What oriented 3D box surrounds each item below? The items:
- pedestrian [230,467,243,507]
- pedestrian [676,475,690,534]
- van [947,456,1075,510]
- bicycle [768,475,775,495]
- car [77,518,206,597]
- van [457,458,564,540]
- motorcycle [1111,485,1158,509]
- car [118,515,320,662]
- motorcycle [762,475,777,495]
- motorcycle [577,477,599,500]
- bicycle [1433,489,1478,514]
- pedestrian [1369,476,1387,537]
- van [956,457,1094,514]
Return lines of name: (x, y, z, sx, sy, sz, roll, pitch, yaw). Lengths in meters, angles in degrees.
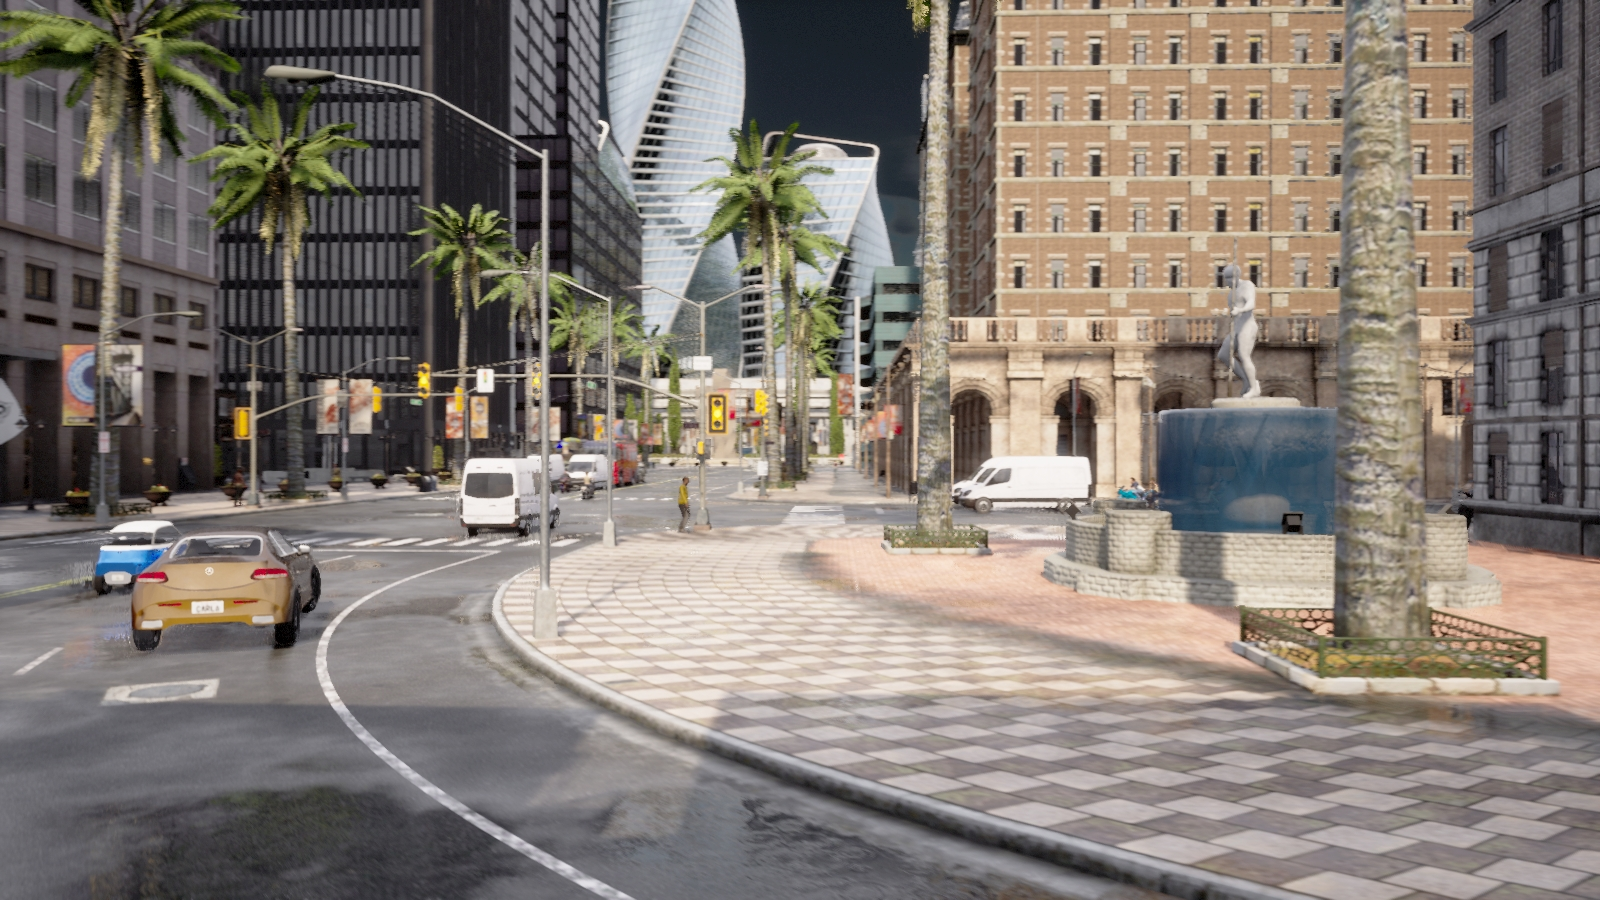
pedestrian: (-26.180, 1.729, 53.110, 0.375, 1.860, 0.375, 0, 0, 18)
pedestrian: (-3.726, 1.727, 36.339, 0.375, 1.860, 0.375, 0, 0, 3)
van: (10.206, 1.591, 55.574, 5.915, 2.561, 1.988, 0, 0, 2)
bicycle: (-1.832, 2.272, 74.279, 0.373, 1.196, 1.643, 0, 0, 2)
car: (-13.243, 2.134, 23.083, 1.481, 1.376, 2.207, 0, 0, -6)
van: (-9.816, 1.564, 39.261, 1.988, 2.561, 5.915, 0, 0, 2)
motorcycle: (16.199, 2.274, 55.337, 2.033, 1.145, 0.803, 0, 0, 2)
car: (-8.897, 2.003, 17.965, 2.152, 1.651, 5.027, 0, 0, -19)
motorcycle: (-1.971, 2.272, 74.704, 0.867, 1.251, 2.209, 0, 0, 2)
motorcycle: (-12.274, 2.220, 66.174, 0.764, 1.277, 2.356, 1, 0, 2)
bicycle: (29.515, 2.321, 51.459, 1.487, 1.080, 0.859, 0, 0, 2)
pedestrian: (17.732, 1.739, 35.055, 0.375, 1.860, 0.375, 0, 0, -3)
van: (10.199, 1.588, 52.068, 5.915, 2.561, 1.988, 0, 0, 2)
